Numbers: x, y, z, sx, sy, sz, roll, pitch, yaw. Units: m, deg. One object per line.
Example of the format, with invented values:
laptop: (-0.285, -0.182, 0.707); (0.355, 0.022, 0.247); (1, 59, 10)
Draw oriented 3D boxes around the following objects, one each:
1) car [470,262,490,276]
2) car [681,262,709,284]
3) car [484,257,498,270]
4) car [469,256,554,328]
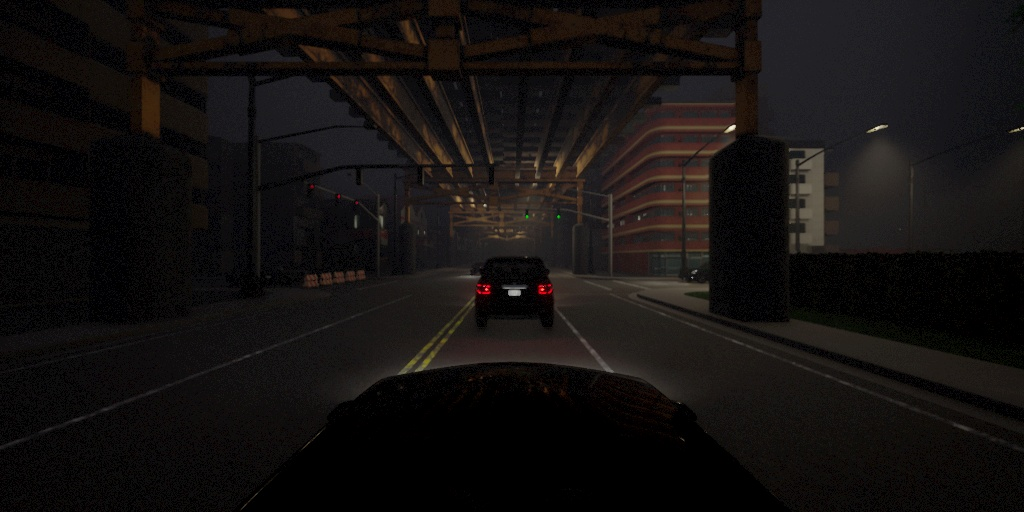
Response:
car: (-3.559, 1.431, 40.521); (1.812, 1.442, 4.674); (0, 0, 0)
car: (15.683, 1.207, 27.906); (4.553, 1.767, 2.097); (0, 0, 0)
car: (-3.517, 1.194, 61.355); (2.150, 2.045, 5.566); (0, 0, 0)
car: (0.083, 1.014, 11.664); (2.150, 2.045, 5.566); (0, 0, 0)
